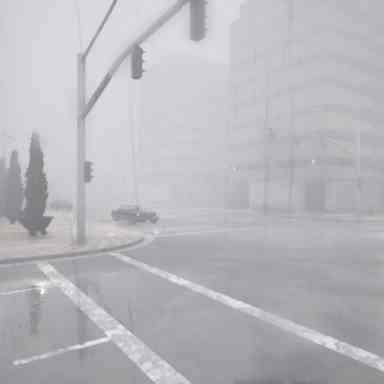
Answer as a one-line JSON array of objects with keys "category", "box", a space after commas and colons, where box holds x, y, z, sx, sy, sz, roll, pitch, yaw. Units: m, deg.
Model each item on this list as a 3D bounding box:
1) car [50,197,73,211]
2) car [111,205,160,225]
[{"category": "car", "box": [-16.444, 1.636, 41.928, 1.895, 1.301, 4.718, 0, 0, -35]}, {"category": "car", "box": [-4.211, 1.635, 24.283, 1.895, 1.301, 4.718, 0, 0, -35]}]
